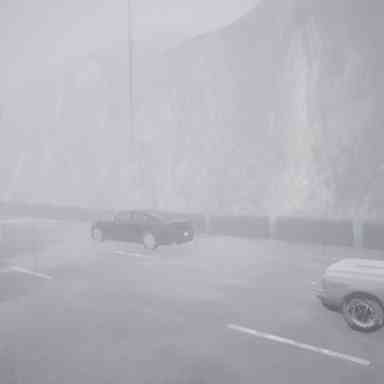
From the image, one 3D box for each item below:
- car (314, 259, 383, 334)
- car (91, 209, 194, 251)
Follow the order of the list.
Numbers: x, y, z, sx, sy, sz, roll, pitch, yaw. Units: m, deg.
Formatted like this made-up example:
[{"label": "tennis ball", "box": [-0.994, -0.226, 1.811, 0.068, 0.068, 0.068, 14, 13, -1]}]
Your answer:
[{"label": "car", "box": [4.465, 1.601, 5.105, 4.718, 1.301, 1.895, 0, 0, 36]}, {"label": "car", "box": [-2.236, 1.448, 14.188, 5.008, 1.535, 1.882, 0, 0, 36]}]
